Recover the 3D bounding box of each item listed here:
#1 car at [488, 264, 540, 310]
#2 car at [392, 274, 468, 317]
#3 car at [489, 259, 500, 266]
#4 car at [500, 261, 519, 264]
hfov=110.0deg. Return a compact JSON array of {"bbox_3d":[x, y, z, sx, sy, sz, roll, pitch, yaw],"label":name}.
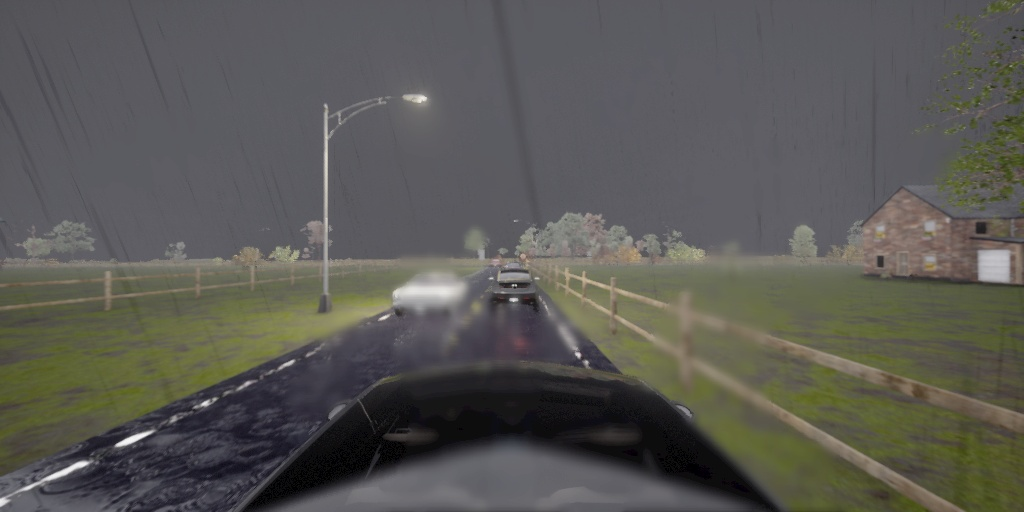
[{"bbox_3d":[0.095,1.252,14.572,1.837,1.490,4.892,0,0,0],"label":"car"},{"bbox_3d":[-2.855,1.348,13.358,1.895,1.301,4.718,0,0,0],"label":"car"},{"bbox_3d":[-2.786,1.248,61.629,1.812,1.442,4.674,0,0,0],"label":"car"},{"bbox_3d":[0.083,1.285,36.392,2.033,1.411,5.357,0,0,0],"label":"car"}]
